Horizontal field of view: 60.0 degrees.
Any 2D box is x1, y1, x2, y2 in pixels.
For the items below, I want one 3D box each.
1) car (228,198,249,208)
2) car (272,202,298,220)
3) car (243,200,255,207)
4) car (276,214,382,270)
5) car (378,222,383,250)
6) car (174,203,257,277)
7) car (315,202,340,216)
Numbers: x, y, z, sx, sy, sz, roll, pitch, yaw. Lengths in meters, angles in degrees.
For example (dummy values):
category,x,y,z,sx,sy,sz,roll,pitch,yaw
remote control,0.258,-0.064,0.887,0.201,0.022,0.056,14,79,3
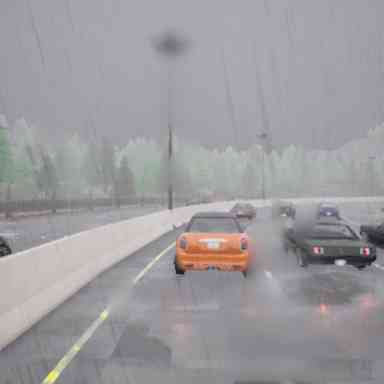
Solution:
category,x,y,z,sx,sy,sz,roll,pitch,yaw
car,7.540,1.682,53.567,1.812,1.442,4.674,0,0,31
car,7.989,1.591,28.619,1.837,1.490,4.892,0,0,17
car,4.514,1.650,29.143,1.994,1.385,4.181,0,0,17
car,4.272,1.635,11.243,1.895,1.301,4.718,0,0,6
car,7.914,1.640,12.277,1.895,1.301,4.718,0,0,7
car,0.740,1.383,10.581,2.097,1.767,4.553,0,0,5
car,11.974,1.617,29.552,1.812,1.442,4.674,0,0,19
